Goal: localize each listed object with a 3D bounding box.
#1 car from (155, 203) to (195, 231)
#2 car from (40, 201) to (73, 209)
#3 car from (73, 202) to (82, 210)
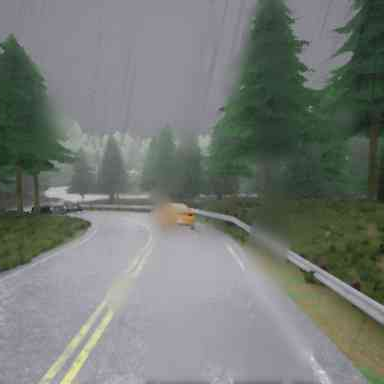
[{"bbox_3d":[-1.149,1.438,20.556,1.882,1.535,5.008,-1,0,-12],"label":"car"},{"bbox_3d":[-15.861,1.817,37.040,4.553,1.767,2.097,-3,2,38],"label":"car"},{"bbox_3d":[-15.443,1.858,40.826,4.181,1.385,1.994,-2,3,37],"label":"car"}]
